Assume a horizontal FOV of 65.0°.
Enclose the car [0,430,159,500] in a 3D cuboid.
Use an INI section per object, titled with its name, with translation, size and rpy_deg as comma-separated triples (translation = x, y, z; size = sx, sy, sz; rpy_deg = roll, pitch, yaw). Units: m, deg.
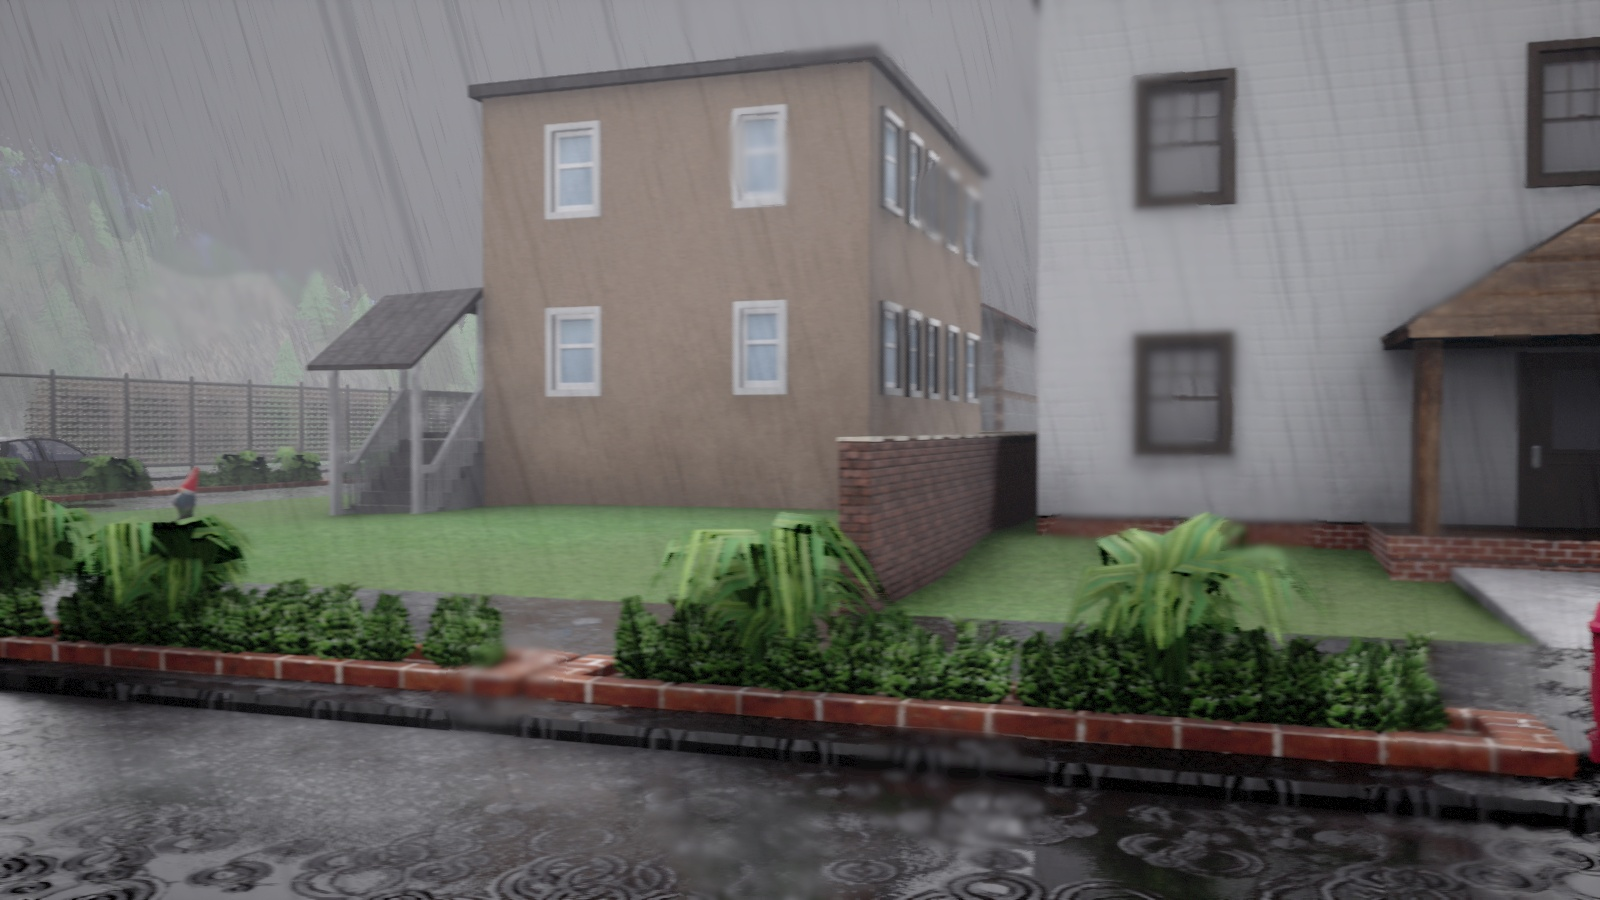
[car]
translation = -16.791, 0.283, 27.096
size = 2.033, 1.411, 5.357
rpy_deg = 1, 1, 19
